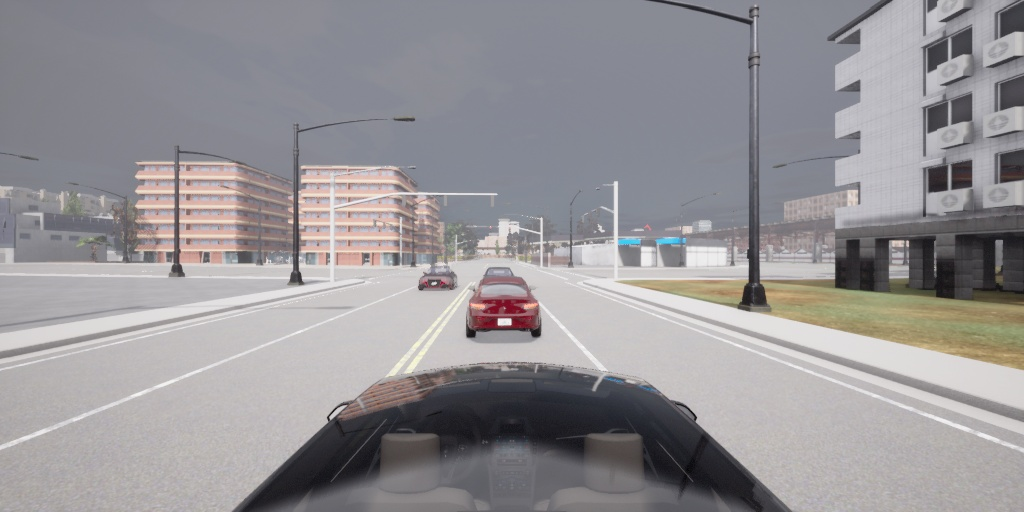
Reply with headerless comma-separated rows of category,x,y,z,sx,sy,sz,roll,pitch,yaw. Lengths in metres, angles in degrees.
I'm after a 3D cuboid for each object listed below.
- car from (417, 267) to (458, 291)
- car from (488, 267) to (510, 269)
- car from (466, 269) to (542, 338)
car,-4.434,1.352,21.943,1.994,1.385,4.181,0,0,-3
car,-0.720,1.297,19.706,2.033,1.411,5.357,0,0,-3
car,-0.265,1.276,10.132,1.812,1.442,4.674,0,0,-3
